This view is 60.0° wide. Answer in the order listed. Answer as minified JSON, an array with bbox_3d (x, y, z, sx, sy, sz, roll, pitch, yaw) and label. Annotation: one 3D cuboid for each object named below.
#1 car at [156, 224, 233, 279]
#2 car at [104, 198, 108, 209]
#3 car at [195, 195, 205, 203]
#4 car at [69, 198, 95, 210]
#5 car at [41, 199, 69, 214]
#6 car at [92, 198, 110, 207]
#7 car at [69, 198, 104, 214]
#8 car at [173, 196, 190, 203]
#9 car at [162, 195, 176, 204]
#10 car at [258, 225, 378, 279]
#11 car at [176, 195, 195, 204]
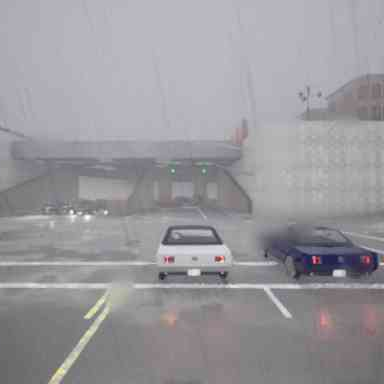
[{"bbox_3d":[-0.062,1.643,10.226,1.895,1.301,4.718,0,0,-3],"label":"car"},{"bbox_3d":[-11.503,1.648,44.471,1.994,1.385,4.181,0,0,-2],"label":"car"},{"bbox_3d":[1.376,1.501,77.282,2.097,1.767,4.553,0,0,28],"label":"car"},{"bbox_3d":[-15.026,1.578,45.693,2.128,1.511,4.902,0,0,-1],"label":"car"},{"bbox_3d":[-14.803,1.561,36.416,2.128,1.511,4.902,0,0,-1],"label":"car"},{"bbox_3d":[-15.228,1.707,55.812,1.895,1.301,4.718,0,0,-1],"label":"car"},{"bbox_3d":[-11.286,1.594,35.793,1.812,1.442,4.674,0,0,-1],"label":"car"},{"bbox_3d":[-2.425,1.624,77.246,1.882,1.535,5.008,0,0,24],"label":"car"},{"bbox_3d":[-4.776,1.480,67.379,2.097,1.767,4.553,0,0,6],"label":"car"},{"bbox_3d":[3.434,1.658,10.220,1.895,1.301,4.718,0,0,-3],"label":"car"},{"bbox_3d":[-1.274,1.621,67.277,2.128,1.511,4.902,0,0,6],"label":"car"}]
